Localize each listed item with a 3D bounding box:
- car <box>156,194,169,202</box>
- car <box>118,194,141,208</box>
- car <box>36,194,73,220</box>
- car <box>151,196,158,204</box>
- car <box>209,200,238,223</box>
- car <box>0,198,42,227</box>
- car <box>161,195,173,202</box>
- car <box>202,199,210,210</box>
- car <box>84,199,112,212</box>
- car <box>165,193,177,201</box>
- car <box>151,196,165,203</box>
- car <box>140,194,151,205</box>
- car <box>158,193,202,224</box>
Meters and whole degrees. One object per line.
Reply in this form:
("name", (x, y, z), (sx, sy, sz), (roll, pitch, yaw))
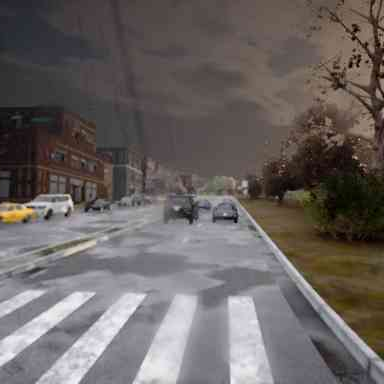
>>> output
("car", (-6.762, 1.475, 77.922), (2.185, 1.767, 4.553), (0, 0, 6))
("car", (-9.806, 1.539, 50.565), (2.231, 1.521, 4.892), (0, 0, 6))
("car", (-12.252, 1.236, 28.568), (2.435, 2.045, 5.566), (0, 0, 6))
("car", (-8.213, 1.573, 65.391), (2.231, 1.521, 4.892), (0, 0, 7))
("car", (2.633, 1.606, 26.397), (1.994, 1.385, 4.181), (0, 0, 6))
("car", (-12.898, 1.471, 22.794), (1.946, 1.575, 5.366), (0, 0, 6))
("car", (-6.175, 1.610, 83.197), (1.946, 1.575, 5.366), (0, 0, 6))
("car", (1.447, 1.648, 44.301), (1.994, 1.385, 4.181), (0, 0, 7))
("car", (-11.036, 1.542, 39.546), (2.163, 1.488, 4.792), (0, 0, 6))
("car", (-5.547, 1.375, 88.845), (2.435, 2.045, 5.566), (0, 0, 6))
("car", (-7.397, 1.585, 72.215), (1.946, 1.575, 5.366), (0, 0, 6))
("car", (-9.199, 1.299, 56.023), (2.435, 2.045, 5.566), (0, 0, 6))
("car", (-0.753, 1.267, 25.262), (2.150, 2.045, 5.566), (0, 0, 7))
